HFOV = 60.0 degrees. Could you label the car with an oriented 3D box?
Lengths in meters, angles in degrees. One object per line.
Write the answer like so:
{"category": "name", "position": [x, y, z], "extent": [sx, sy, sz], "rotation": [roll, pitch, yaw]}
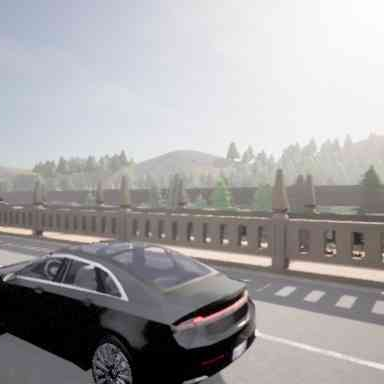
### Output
{"category": "car", "position": [-1.456, 1.513, 5.029], "extent": [4.902, 1.511, 2.128], "rotation": [0, 0, 36]}
